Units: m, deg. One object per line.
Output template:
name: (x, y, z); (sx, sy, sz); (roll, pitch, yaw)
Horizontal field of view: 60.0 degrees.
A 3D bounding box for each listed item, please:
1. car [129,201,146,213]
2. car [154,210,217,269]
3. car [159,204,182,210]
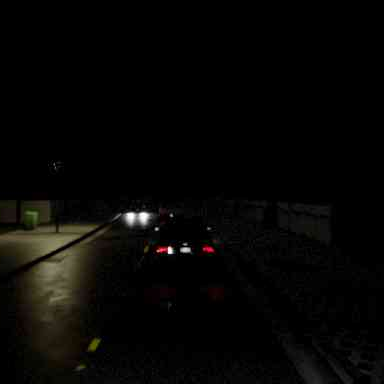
car: (-6.507, 1.713, 39.695); (1.895, 1.301, 4.718); (0, 0, -10)
car: (-0.295, 1.576, 11.230); (2.033, 1.411, 5.357); (0, 0, -3)
car: (-2.006, 1.681, 29.767); (1.895, 1.301, 4.718); (0, 0, -7)
